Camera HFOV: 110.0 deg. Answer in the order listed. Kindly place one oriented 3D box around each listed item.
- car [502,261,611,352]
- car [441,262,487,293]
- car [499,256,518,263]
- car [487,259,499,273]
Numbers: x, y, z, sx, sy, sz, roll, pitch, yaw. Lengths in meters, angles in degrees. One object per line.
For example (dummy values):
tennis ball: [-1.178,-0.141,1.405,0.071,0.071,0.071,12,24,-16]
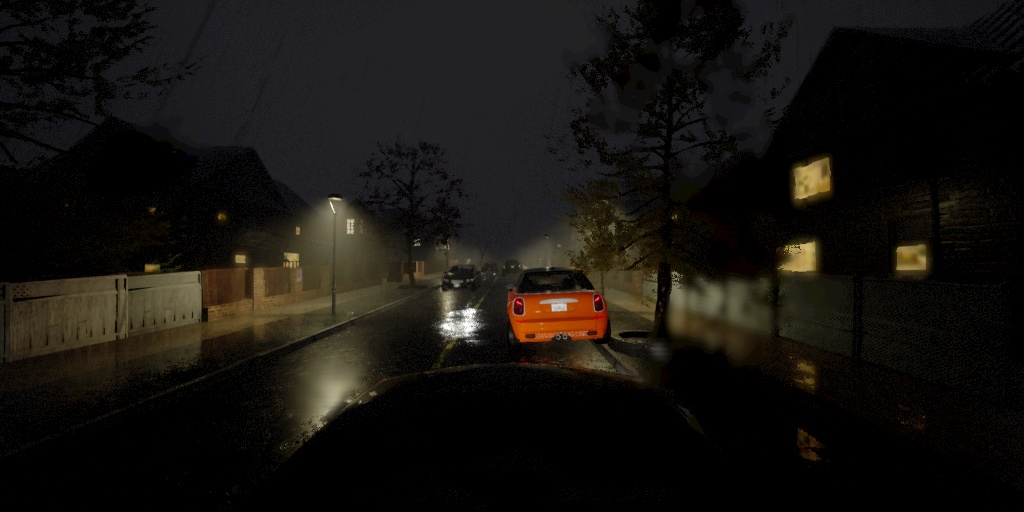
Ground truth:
car: [0.917,1.060,9.121,2.097,1.767,4.553,-3,-1,0]
car: [-2.869,1.269,21.112,2.128,1.511,4.902,0,0,0]
car: [0.041,1.164,37.951,2.097,1.767,4.553,0,0,0]
car: [-2.796,1.398,46.242,1.994,1.385,4.181,0,0,0]
